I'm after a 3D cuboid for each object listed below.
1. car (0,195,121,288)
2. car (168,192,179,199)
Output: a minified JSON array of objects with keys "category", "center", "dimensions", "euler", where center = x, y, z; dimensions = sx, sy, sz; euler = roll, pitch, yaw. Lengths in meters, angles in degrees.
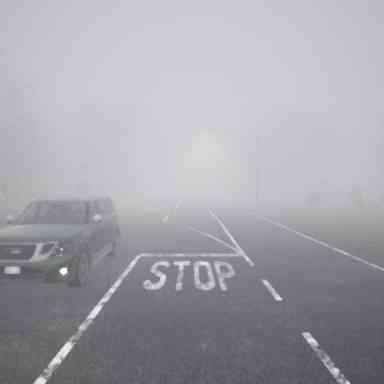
[{"category":"car","center":[-3.488,1.130,9.250],"dimensions":[2.150,2.045,5.566],"euler":[0,1,0]},{"category":"car","center":[-3.824,0.688,69.533],"dimensions":[1.812,1.442,4.674],"euler":[0,1,-1]}]
